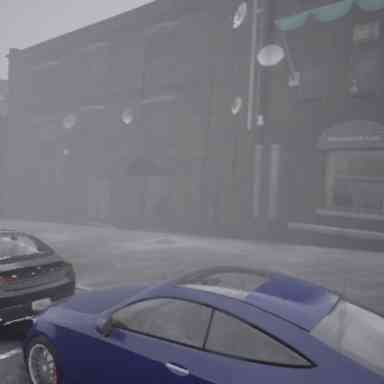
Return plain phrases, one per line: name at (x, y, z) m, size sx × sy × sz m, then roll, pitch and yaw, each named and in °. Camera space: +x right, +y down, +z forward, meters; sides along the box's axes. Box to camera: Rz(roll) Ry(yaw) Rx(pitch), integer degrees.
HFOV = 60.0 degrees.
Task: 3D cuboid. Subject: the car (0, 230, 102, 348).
car at (-4.331, 1.492, 6.610) m, size 4.892 × 1.521 × 2.231 m, roll 0°, pitch 0°, yaw 35°
